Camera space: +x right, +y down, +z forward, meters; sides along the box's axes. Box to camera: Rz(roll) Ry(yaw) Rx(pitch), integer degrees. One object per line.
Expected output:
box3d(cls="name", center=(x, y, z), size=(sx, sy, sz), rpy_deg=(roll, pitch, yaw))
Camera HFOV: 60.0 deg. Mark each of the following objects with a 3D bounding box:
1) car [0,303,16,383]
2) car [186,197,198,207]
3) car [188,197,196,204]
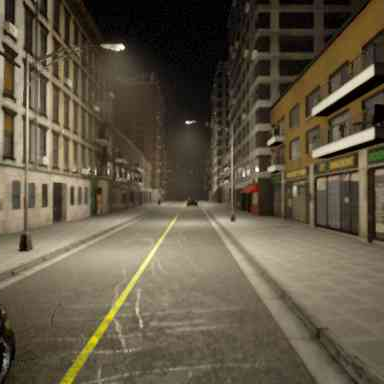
box3d(cls="car", center=(-3.101, 1.579, 2.297), size=(1.994, 1.385, 4.181), rpy_deg=(0, 0, 0))
box3d(cls="car", center=(0.052, 1.894, 59.656), size=(1.812, 1.442, 4.674), rpy_deg=(0, -1, 0))
box3d(cls="car", center=(-0.062, 1.975, 76.571), size=(1.882, 1.535, 5.008), rpy_deg=(0, 0, 0))
